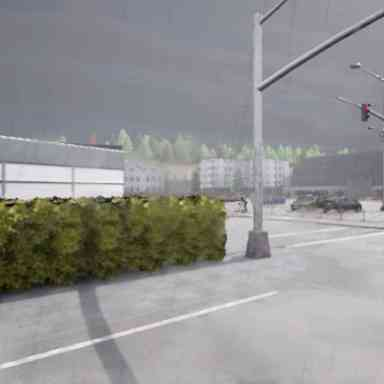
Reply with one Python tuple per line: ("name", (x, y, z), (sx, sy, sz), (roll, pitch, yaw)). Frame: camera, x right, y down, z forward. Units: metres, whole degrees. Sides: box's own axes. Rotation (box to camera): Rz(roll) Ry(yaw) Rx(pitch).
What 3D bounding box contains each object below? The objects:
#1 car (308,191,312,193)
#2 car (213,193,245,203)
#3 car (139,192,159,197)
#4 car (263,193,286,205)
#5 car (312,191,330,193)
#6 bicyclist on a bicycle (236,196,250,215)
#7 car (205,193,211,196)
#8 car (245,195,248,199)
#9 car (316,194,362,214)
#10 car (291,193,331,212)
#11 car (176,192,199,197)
("car", (22.997, 0.815, 64.058), (3.866, 1.878, 1.905), (0, 0, -35))
("car", (6.200, 1.122, 56.487), (4.514, 1.523, 2.007), (0, 0, -35))
("car", (-7.300, 1.221, 62.171), (3.806, 1.475, 1.970), (0, 0, -35))
("car", (11.917, 1.144, 48.291), (3.633, 1.501, 1.845), (0, 0, -35))
("car", (25.007, 0.834, 61.919), (4.605, 1.855, 1.932), (0, 0, -35))
("bicyclist on a bicycle", (4.558, 1.203, 29.687), (1.656, 1.620, 0.582), (-1, 0, -35))
("car", (3.803, 1.071, 78.521), (4.514, 1.523, 2.007), (0, 0, -35))
("car", (11.675, 0.972, 79.583), (3.806, 1.475, 1.970), (0, 0, -35))
("car", (14.308, 1.199, 31.652), (4.514, 1.523, 2.007), (0, 0, -35))
("car", (12.460, 1.190, 34.187), (5.027, 1.636, 2.152), (0, 0, -35))
("car", (-0.389, 0.918, 67.082), (4.605, 1.855, 1.932), (0, 0, -35))
